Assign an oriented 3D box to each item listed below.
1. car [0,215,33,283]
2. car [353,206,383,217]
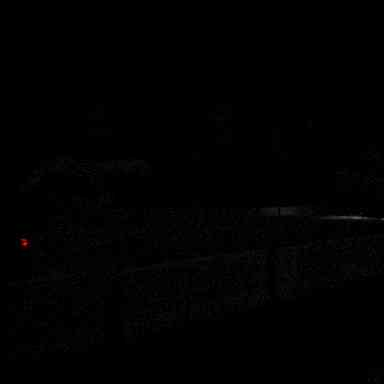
[{"bbox_3d":[-6.427,1.345,8.006,4.553,1.767,2.097,1,0,-36],"label":"car"},{"bbox_3d":[22.000,2.367,41.173,4.718,1.301,1.895,2,-1,-35],"label":"car"}]
